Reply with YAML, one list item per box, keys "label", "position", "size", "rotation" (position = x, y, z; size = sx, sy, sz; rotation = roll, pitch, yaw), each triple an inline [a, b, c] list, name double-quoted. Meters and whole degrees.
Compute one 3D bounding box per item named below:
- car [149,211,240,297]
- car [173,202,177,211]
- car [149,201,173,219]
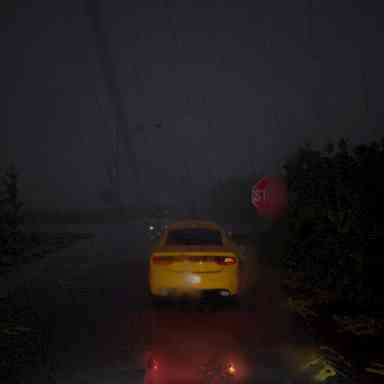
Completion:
- label: "car"
  position: [0.063, 1.482, 8.641]
  size: [1.882, 1.535, 5.008]
  rotation: [0, 0, 0]
- label: "car"
  position: [-3.301, 2.177, 50.203]
  size: [1.882, 1.535, 5.008]
  rotation: [0, -1, 0]
- label: "car"
  position: [-3.278, 1.968, 34.788]
  size: [1.812, 1.442, 4.674]
  rotation: [0, -1, 0]
